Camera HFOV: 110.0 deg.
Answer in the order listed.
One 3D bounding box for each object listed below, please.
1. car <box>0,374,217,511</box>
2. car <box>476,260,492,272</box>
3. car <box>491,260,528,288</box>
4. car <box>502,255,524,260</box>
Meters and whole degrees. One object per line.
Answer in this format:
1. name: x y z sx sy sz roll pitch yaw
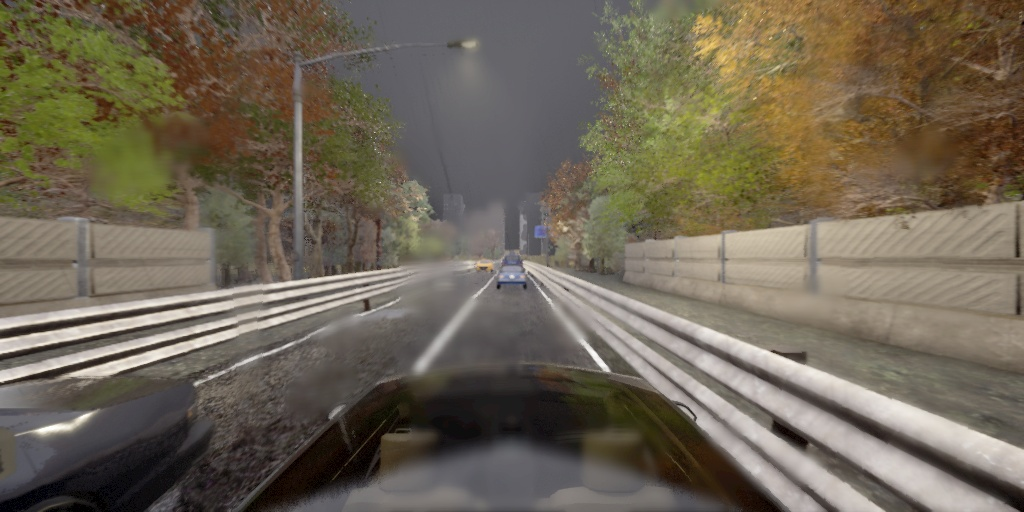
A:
1. car: -3.349 1.307 0.517 2.033 1.411 5.357 0 0 0
2. car: -3.318 1.196 44.455 1.882 1.535 5.008 0 -1 0
3. car: 0.003 1.192 22.270 2.033 1.411 5.357 0 0 0
4. car: 0.059 0.905 38.890 2.150 2.045 5.566 0 0 0
